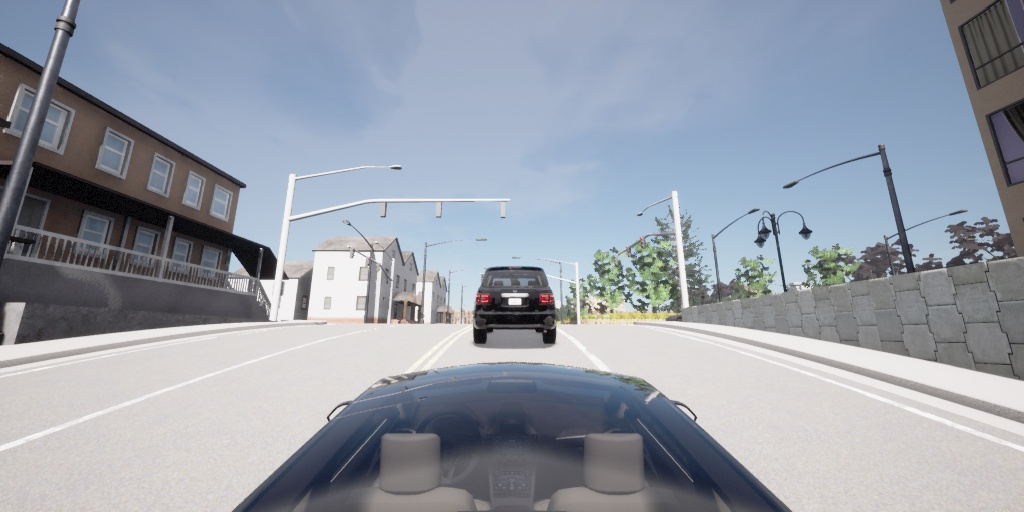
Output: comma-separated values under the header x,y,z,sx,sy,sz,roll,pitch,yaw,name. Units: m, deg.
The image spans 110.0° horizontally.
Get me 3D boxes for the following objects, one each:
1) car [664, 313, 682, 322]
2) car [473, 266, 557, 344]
x,y,z,sx,sy,sz,roll,pitch,yaw,name
15.915,5.454,31.706,4.553,1.767,2.097,0,-12,1,car
0.079,1.502,11.189,2.150,2.045,5.566,0,-7,0,car
